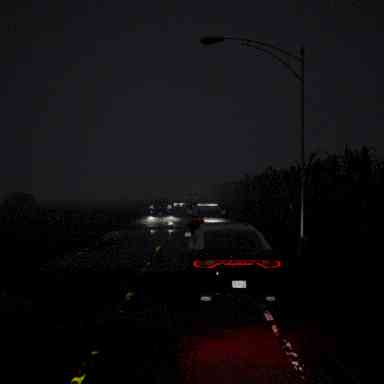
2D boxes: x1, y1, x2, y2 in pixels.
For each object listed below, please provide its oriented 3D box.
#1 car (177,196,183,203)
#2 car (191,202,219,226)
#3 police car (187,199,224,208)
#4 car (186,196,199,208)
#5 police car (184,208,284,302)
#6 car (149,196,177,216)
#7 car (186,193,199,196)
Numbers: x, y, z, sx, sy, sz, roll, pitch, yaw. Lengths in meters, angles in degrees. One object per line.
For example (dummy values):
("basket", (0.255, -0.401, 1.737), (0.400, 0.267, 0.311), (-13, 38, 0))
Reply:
("car", (-2.652, 1.467, 62.890), (1.994, 1.385, 4.181), (0, 0, 0))
("car", (0.862, 1.509, 24.344), (1.812, 1.442, 4.674), (0, 0, 0))
("police car", (0.853, 1.415, 18.454), (1.930, 1.638, 5.238), (0, 0, 0))
("car", (0.116, 1.549, 46.088), (1.895, 1.301, 4.718), (0, 0, 1))
("police car", (0.837, 1.423, 8.455), (1.930, 1.638, 5.238), (0, 0, 0))
("car", (-2.801, 1.325, 31.642), (2.097, 1.767, 4.553), (0, 0, 0))
("car", (0.093, 1.134, 60.053), (2.150, 2.045, 5.566), (0, 0, 0))
